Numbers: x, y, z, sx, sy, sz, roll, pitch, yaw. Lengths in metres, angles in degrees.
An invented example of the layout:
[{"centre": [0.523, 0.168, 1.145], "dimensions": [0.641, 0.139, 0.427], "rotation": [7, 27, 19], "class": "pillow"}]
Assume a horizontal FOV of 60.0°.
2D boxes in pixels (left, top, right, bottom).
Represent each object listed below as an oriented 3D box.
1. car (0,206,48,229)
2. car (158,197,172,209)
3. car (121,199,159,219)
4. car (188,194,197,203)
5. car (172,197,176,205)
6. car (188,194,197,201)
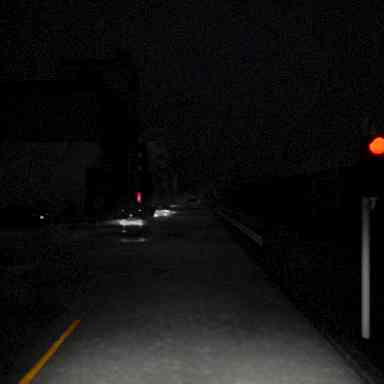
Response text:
[{"centre": [-11.419, 1.560, 21.121], "dimensions": [4.181, 1.385, 1.994], "rotation": [0, 0, 8], "class": "car"}, {"centre": [-4.050, 1.594, 44.055], "dimensions": [1.895, 1.301, 4.718], "rotation": [0, 0, 0], "class": "car"}, {"centre": [-4.645, 1.596, 29.383], "dimensions": [1.895, 1.301, 4.718], "rotation": [0, 0, 9], "class": "car"}, {"centre": [0.060, 1.481, 66.442], "dimensions": [2.128, 1.511, 4.902], "rotation": [0, 0, 0], "class": "car"}, {"centre": [-4.009, 1.555, 60.585], "dimensions": [1.994, 1.385, 4.181], "rotation": [0, 0, 0], "class": "car"}, {"centre": [0.068, 1.298, 76.862], "dimensions": [1.882, 1.535, 5.008], "rotation": [0, 0, 0], "class": "car"}]
